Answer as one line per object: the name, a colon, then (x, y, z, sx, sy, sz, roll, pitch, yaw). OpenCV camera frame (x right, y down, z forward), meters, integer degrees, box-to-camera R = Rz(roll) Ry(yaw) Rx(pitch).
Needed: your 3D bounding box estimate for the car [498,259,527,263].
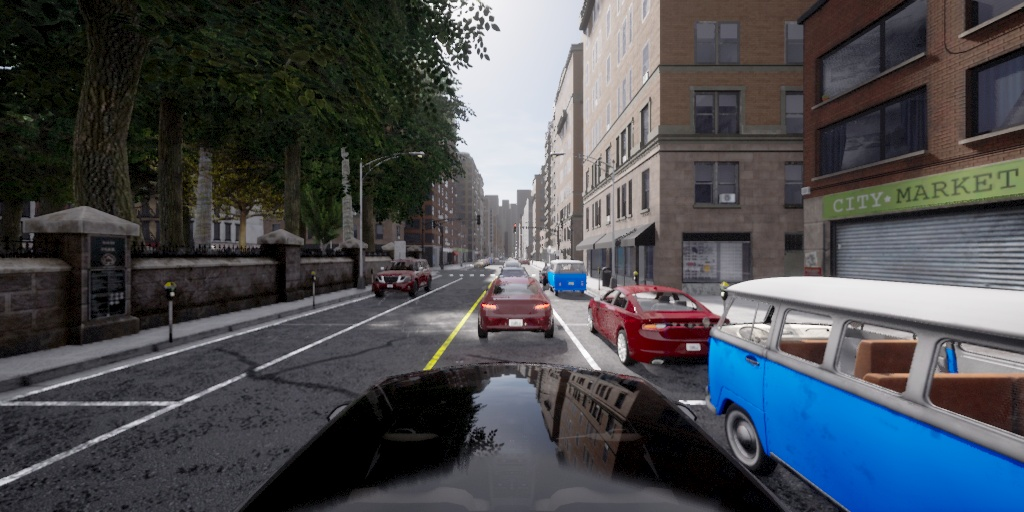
car: (0.016, 1.272, 29.400, 1.837, 1.490, 4.892, 0, 0, 0)

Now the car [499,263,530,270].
car: (0.105, 1.311, 19.656, 2.033, 1.411, 5.357, 0, 0, 1)

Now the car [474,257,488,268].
car: (-5.640, 1.295, 62.678, 1.751, 1.417, 4.829, 0, 0, 0)

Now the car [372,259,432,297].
car: (-5.660, 1.078, 19.159, 2.192, 1.841, 5.009, 0, 0, 0)

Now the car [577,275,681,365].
car: (2.859, 1.301, 7.874, 1.888, 1.381, 4.507, 0, 0, 0)

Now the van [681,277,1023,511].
van: (2.857, 1.091, 2.213, 1.690, 1.789, 3.998, 0, 0, 0)

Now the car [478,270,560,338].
car: (0.099, 1.283, 10.077, 1.812, 1.442, 4.674, 0, 0, 0)

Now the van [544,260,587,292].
van: (2.865, 1.104, 19.195, 1.690, 1.789, 3.998, 0, 0, 0)
